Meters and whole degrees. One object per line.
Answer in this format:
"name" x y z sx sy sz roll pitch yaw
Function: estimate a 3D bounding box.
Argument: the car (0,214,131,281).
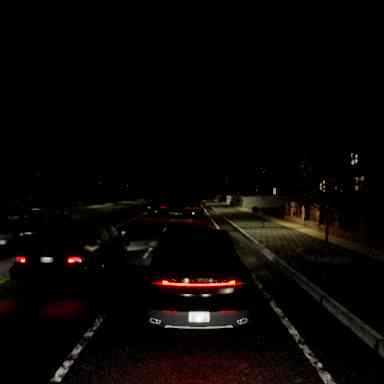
"car" -3.190 1.545 9.851 2.033 1.411 5.357 0 0 0

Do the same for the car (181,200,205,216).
"car" 0.101 1.503 29.787 1.837 1.490 4.892 0 0 0

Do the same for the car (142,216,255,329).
"car" 0.099 1.503 7.076 1.837 1.490 4.892 0 0 0

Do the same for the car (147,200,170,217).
"car" -3.160 1.525 31.494 1.812 1.442 4.674 0 0 0

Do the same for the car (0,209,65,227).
"car" -6.600 1.489 14.049 2.128 1.511 4.902 0 0 0
